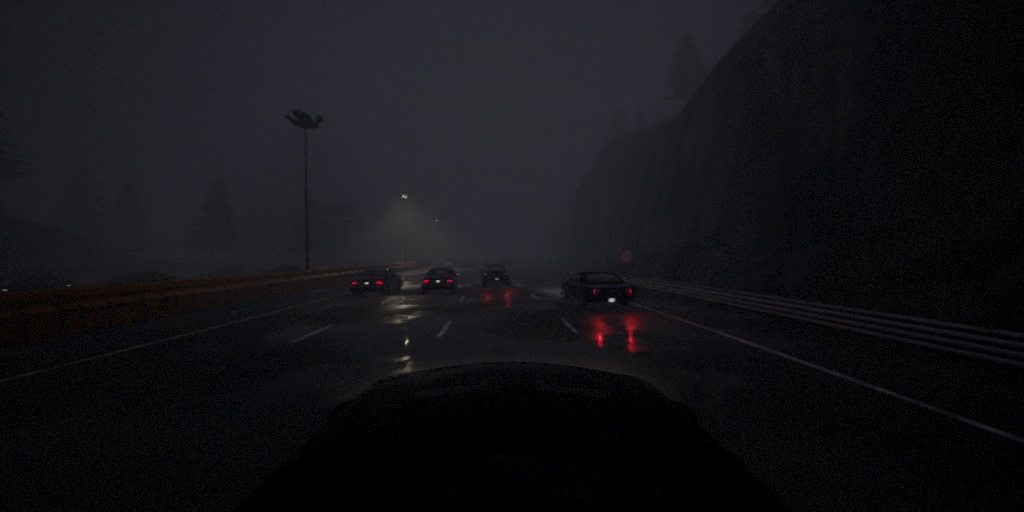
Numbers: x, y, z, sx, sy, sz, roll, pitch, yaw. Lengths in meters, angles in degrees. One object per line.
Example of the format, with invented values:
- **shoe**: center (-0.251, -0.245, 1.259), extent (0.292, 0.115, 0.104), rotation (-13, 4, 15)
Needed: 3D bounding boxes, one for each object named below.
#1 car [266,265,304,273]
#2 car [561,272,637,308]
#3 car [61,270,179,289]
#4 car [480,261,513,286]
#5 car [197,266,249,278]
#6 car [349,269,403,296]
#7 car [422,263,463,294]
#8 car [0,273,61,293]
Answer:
- **car**: center (-19.453, 1.569, 30.679), extent (1.837, 1.490, 4.892), rotation (-1, 0, -5)
- **car**: center (3.399, 1.300, 15.063), extent (1.895, 1.301, 4.718), rotation (-1, 0, -5)
- **car**: center (-22.124, 1.583, 20.837), extent (1.882, 1.535, 5.008), rotation (-1, 0, -5)
- **car**: center (-1.185, 1.300, 25.339), extent (1.812, 1.442, 4.674), rotation (-1, 0, -5)
- **car**: center (-30.619, 1.792, 38.242), extent (2.033, 1.411, 5.357), rotation (-1, 0, -4)
- **car**: center (-7.580, 1.422, 20.458), extent (2.033, 1.411, 5.357), rotation (-1, 0, -7)
- **car**: center (-4.116, 1.367, 20.987), extent (2.033, 1.411, 5.357), rotation (-1, 0, -7)
- **car**: center (-25.400, 1.649, 18.221), extent (2.128, 1.511, 4.902), rotation (-1, 0, -5)
